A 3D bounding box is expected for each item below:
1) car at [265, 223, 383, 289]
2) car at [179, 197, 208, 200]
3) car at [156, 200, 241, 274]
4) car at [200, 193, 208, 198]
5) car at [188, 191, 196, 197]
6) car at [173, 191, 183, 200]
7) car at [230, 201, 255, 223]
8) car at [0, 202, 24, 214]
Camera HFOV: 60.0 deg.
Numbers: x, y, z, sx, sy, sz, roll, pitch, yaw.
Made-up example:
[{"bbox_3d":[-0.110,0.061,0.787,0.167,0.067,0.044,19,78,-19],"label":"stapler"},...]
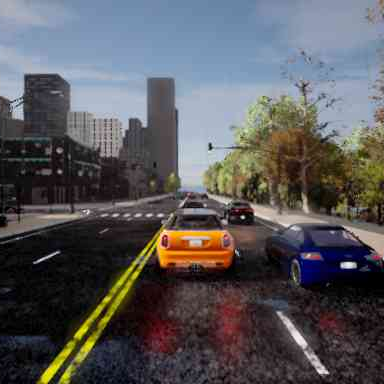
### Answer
[{"bbox_3d":[3.344,1.525,9.106,1.994,1.385,4.181,0,0,0],"label":"car"},{"bbox_3d":[0.087,1.371,25.384,1.882,1.535,5.008,0,0,0],"label":"car"},{"bbox_3d":[0.094,1.306,10.533,2.097,1.767,4.553,0,0,0],"label":"car"},{"bbox_3d":[3.200,1.123,85.358,1.837,1.490,4.892,0,0,0],"label":"car"},{"bbox_3d":[-0.050,0.978,85.742,2.097,1.767,4.553,0,0,0],"label":"car"},{"bbox_3d":[-3.293,0.892,77.642,2.150,2.045,5.566,0,0,0],"label":"car"},{"bbox_3d":[3.337,1.403,24.245,1.837,1.490,4.892,0,0,0],"label":"car"},{"bbox_3d":[-19.974,1.672,34.912,4.313,1.339,1.947,-1,1,0],"label":"car"}]
